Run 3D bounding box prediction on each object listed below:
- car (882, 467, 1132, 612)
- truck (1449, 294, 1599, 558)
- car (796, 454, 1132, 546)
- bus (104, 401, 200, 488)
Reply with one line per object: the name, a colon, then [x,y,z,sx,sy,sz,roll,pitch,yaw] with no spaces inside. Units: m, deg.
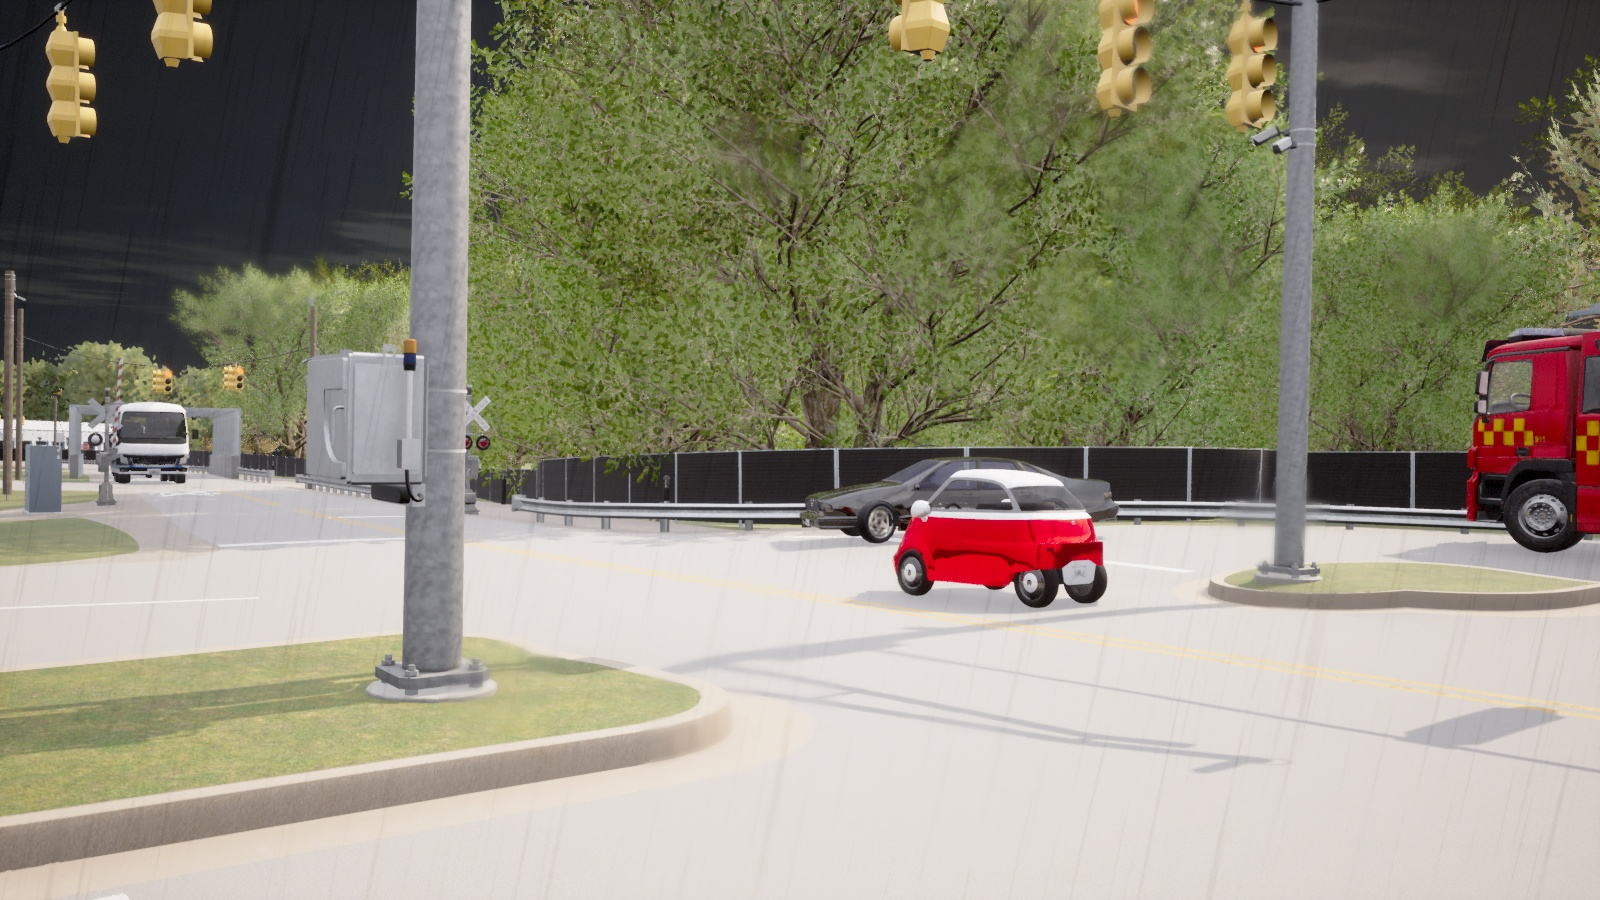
car: [2.158,0.876,13.366,1.481,1.376,2.207,1,-1,-36]
truck: [13.217,-0.340,17.422,2.891,3.827,8.468,0,1,-10]
car: [2.763,0.806,21.677,5.357,1.411,2.033,-1,0,-11]
bus: [-34.729,-0.215,67.021,3.944,4.253,10.273,0,-1,-31]
